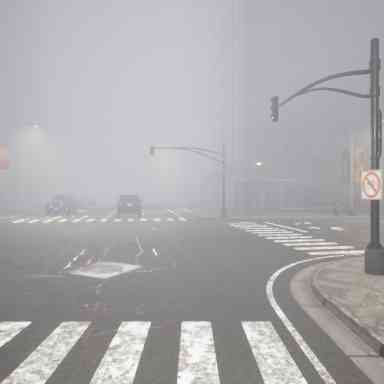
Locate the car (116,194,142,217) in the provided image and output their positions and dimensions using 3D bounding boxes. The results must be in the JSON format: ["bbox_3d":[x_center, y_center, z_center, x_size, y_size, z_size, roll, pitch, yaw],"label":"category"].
[{"bbox_3d":[-5.906,1.235,31.294,2.150,2.045,5.566,0,0,-10],"label":"car"}]

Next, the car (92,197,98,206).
[{"bbox_3d":[-16.529,1.514,54.058,1.882,1.535,5.008,0,0,-9],"label":"car"}]

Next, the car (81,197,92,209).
[{"bbox_3d":[-14.922,1.589,44.026,1.994,1.385,4.181,0,0,-10],"label":"car"}]

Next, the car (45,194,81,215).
[{"bbox_3d":[-13.313,1.238,34.167,2.150,2.045,5.566,0,0,-10],"label":"car"}]
